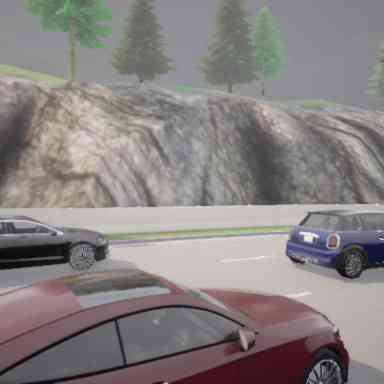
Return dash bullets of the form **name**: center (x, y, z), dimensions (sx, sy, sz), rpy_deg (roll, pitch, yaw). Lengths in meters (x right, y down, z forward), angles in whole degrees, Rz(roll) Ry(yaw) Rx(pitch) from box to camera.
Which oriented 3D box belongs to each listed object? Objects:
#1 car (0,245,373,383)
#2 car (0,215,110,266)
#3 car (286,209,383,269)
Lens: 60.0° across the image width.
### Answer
- **car**: center (-0.507, 1.493, 3.114), dimensions (4.674, 1.442, 1.812), rpy_deg (0, 0, -33)
- **car**: center (-4.688, 1.381, 8.949), dimensions (4.902, 1.511, 2.128), rpy_deg (0, 0, -34)
- **car**: center (5.110, 1.303, 9.892), dimensions (4.553, 1.767, 2.097), rpy_deg (0, 1, -24)
